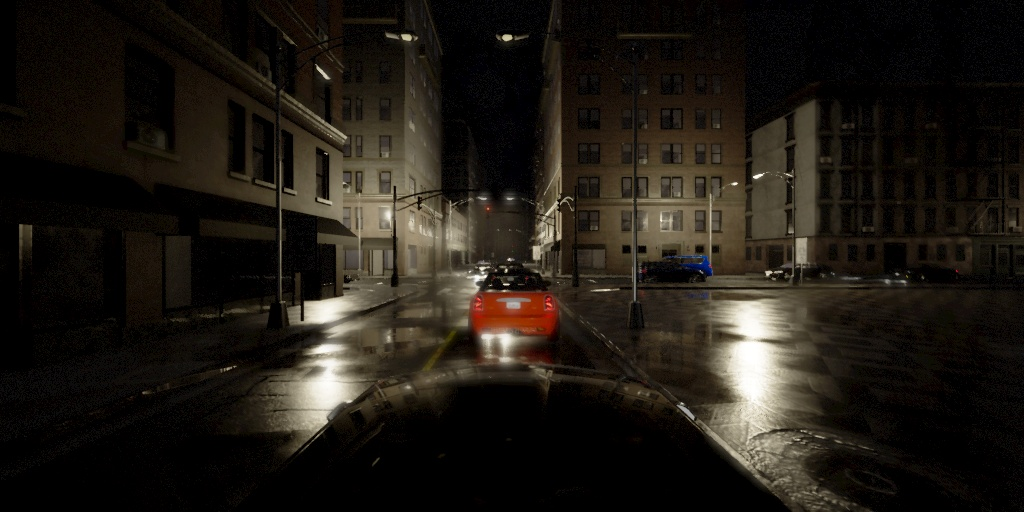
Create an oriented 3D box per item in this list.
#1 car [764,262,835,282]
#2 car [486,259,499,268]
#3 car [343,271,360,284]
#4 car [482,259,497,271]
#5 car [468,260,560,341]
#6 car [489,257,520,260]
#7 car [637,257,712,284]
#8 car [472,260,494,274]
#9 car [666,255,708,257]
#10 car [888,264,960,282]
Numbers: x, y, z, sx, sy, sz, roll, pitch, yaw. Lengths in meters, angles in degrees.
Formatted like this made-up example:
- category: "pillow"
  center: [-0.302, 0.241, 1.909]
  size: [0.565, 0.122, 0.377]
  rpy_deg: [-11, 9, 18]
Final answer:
- category: "car"
  center: [22.979, 1.247, 28.767]
  size: [4.902, 1.511, 2.128]
  rpy_deg: [0, 0, -1]
- category: "car"
  center: [-3.281, 1.294, 61.813]
  size: [2.033, 1.411, 5.357]
  rpy_deg: [0, 0, 0]
- category: "car"
  center: [-13.612, 1.295, 25.151]
  size: [5.357, 1.411, 2.033]
  rpy_deg: [0, 0, 0]
- category: "car"
  center: [-3.247, 1.252, 51.542]
  size: [1.837, 1.490, 4.892]
  rpy_deg: [0, 0, 0]
- category: "car"
  center: [0.046, 1.102, 9.980]
  size: [2.097, 1.767, 4.553]
  rpy_deg: [0, 0, 0]
- category: "car"
  center: [-0.185, 1.101, 18.901]
  size: [2.097, 1.767, 4.553]
  rpy_deg: [0, 0, -3]
- category: "car"
  center: [11.137, 1.108, 25.444]
  size: [4.553, 1.767, 2.097]
  rpy_deg: [0, 0, -1]
- category: "car"
  center: [-3.229, 1.239, 41.295]
  size: [2.128, 1.511, 4.902]
  rpy_deg: [0, 0, 0]
- category: "car"
  center: [12.957, 0.975, 28.663]
  size: [5.566, 2.045, 2.150]
  rpy_deg: [0, 0, -1]
- category: "car"
  center: [33.034, 1.320, 28.851]
  size: [4.181, 1.385, 1.994]
  rpy_deg: [0, 0, 0]
